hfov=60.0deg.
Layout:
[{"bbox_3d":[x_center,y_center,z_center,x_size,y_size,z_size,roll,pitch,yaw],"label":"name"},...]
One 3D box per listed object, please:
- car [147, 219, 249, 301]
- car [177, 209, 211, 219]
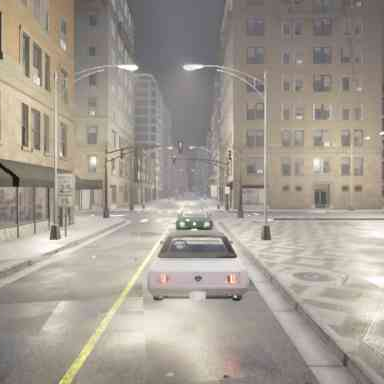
[{"bbox_3d":[0.111,1.601,8.280,1.895,1.301,4.718,0,0,0],"label":"car"},{"bbox_3d":[0.125,1.600,18.515,1.895,1.301,4.718,0,0,0],"label":"car"}]
